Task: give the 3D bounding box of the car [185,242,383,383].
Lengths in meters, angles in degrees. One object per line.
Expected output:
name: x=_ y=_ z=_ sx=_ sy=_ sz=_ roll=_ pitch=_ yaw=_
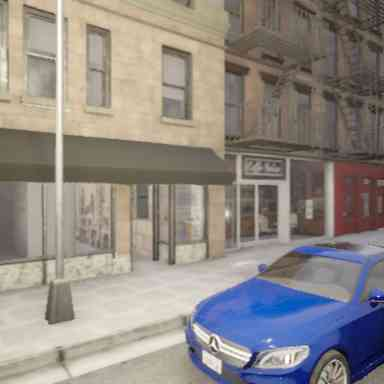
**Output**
car: x=2.092 y=1.530 z=4.873 sx=4.674 sy=1.442 sz=1.812 roll=0 pitch=0 yaw=-36
